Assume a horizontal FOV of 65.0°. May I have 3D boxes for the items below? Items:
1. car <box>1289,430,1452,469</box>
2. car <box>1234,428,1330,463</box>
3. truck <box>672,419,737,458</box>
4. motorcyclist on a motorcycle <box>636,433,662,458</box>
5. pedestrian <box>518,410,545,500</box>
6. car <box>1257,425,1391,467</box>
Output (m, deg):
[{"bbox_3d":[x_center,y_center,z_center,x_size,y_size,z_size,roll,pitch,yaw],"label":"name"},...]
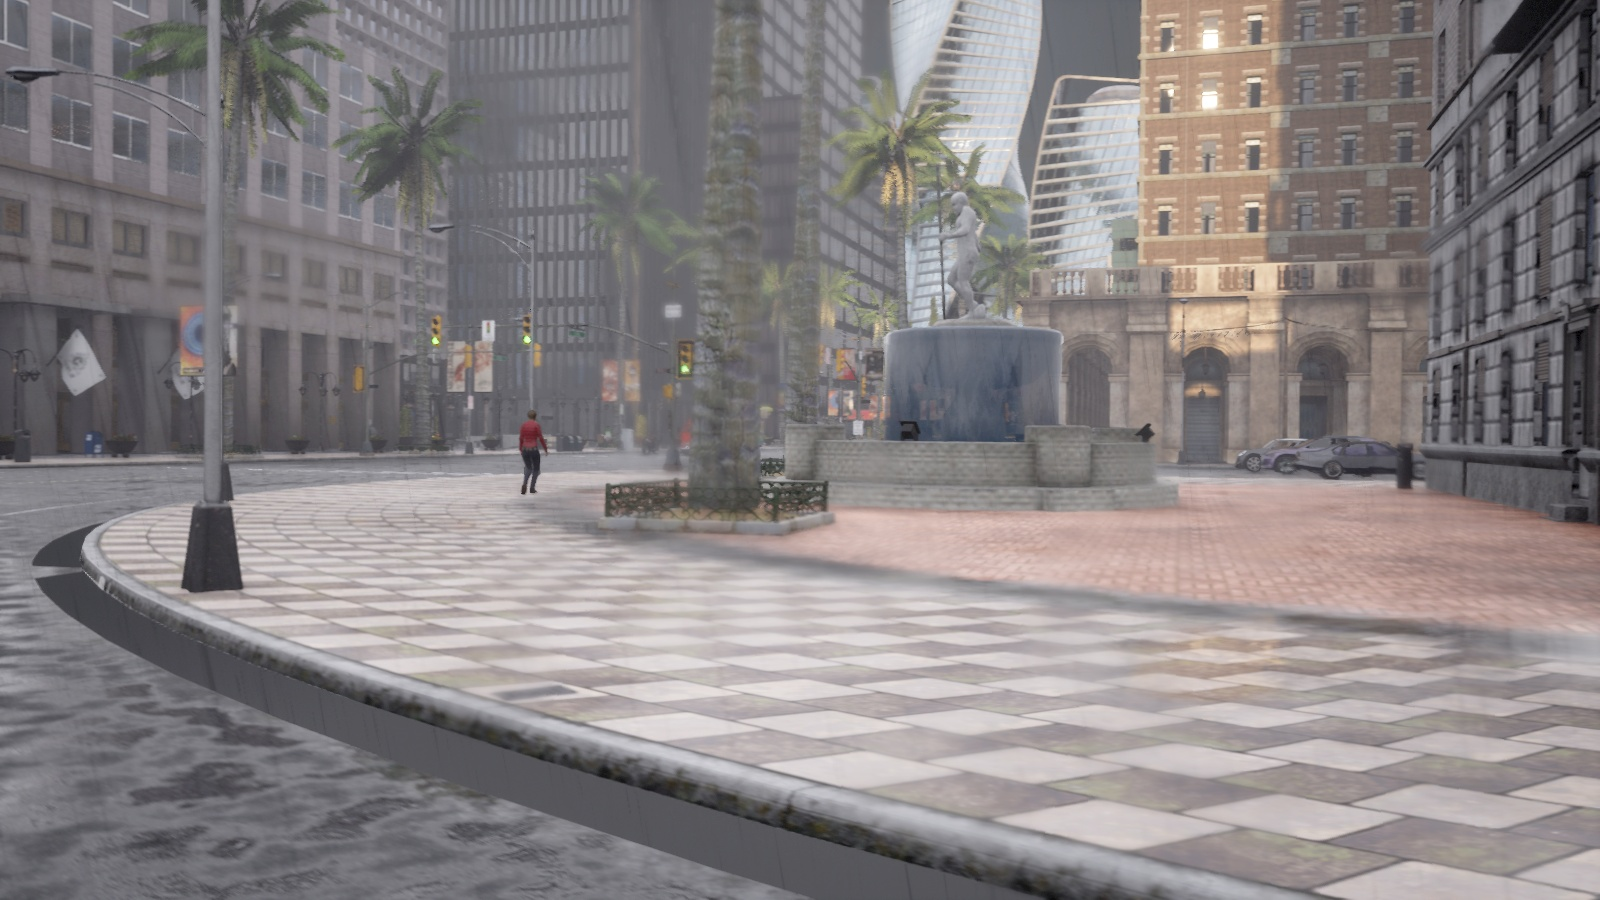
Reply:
[{"bbox_3d":[21.412,-0.010,47.367,5.357,1.411,2.033,0,1,16],"label":"car"},{"bbox_3d":[20.993,-0.185,54.853,3.806,1.475,1.970,0,1,17],"label":"car"},{"bbox_3d":[-6.330,-0.779,84.061,2.627,2.467,5.204,0,1,17],"label":"truck"},{"bbox_3d":[-10.064,-0.307,83.794,0.766,1.649,2.350,0,1,18],"label":"motorcyclist on a motorcycle"},{"bbox_3d":[-5.617,0.099,26.275,0.331,1.846,0.636,0,1,9],"label":"pedestrian"},{"bbox_3d":[21.243,-0.174,51.111,4.856,1.649,2.033,0,1,17],"label":"car"}]
